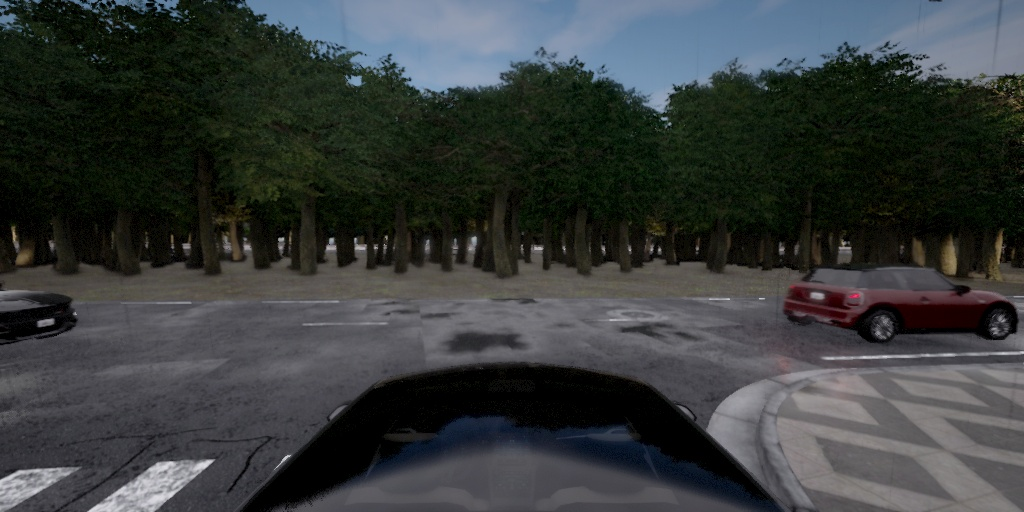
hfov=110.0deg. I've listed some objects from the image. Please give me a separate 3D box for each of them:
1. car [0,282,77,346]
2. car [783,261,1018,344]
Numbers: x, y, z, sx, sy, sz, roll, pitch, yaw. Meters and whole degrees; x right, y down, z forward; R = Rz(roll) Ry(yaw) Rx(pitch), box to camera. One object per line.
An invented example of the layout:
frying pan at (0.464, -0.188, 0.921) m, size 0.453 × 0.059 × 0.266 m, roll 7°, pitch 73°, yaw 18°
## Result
car at (-11.315, 0.975, 6.500) m, size 5.008 × 1.535 × 1.882 m, roll 0°, pitch 2°, yaw -7°
car at (9.484, 1.002, 8.916) m, size 4.553 × 1.767 × 2.097 m, roll 0°, pitch 2°, yaw -7°
